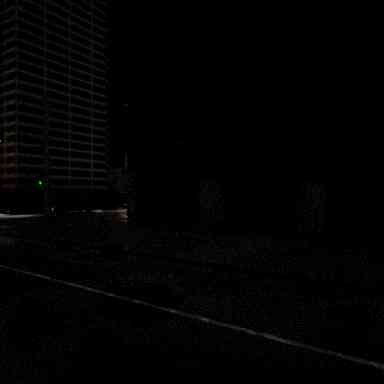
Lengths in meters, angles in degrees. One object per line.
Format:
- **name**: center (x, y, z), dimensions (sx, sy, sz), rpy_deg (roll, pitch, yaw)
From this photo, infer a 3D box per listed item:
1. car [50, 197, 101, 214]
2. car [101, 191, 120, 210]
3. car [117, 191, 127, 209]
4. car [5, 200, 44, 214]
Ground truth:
- **car**: center (-12.779, 1.491, 35.916), dimensions (2.128, 1.511, 4.902), rpy_deg (0, 0, 35)
- **car**: center (-10.963, 1.221, 44.590), dimensions (2.150, 2.045, 5.566), rpy_deg (0, 0, 35)
- **car**: center (-6.815, 1.221, 44.397), dimensions (2.150, 2.045, 5.566), rpy_deg (0, 0, 36)
- **car**: center (-17.091, 1.547, 35.868), dimensions (2.033, 1.411, 5.357), rpy_deg (0, 0, 35)
